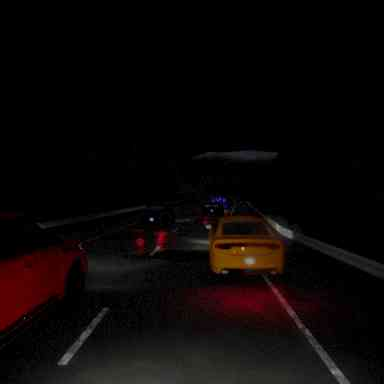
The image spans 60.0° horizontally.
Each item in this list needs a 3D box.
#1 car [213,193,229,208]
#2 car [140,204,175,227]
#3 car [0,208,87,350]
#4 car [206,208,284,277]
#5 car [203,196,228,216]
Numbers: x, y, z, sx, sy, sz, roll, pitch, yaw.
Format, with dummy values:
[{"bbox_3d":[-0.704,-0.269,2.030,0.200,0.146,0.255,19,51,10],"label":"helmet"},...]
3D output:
[{"bbox_3d":[3.712,1.213,44.122,2.150,2.045,5.566,0,0,9],"label":"car"},{"bbox_3d":[-2.294,1.521,22.887,1.812,1.442,4.674,0,0,5],"label":"car"},{"bbox_3d":[-3.300,1.221,4.584,2.150,2.045,5.566,0,0,1],"label":"car"},{"bbox_3d":[1.467,1.476,10.285,1.882,1.535,5.008,0,0,2],"label":"car"},{"bbox_3d":[2.132,1.485,32.448,2.128,1.511,4.902,0,0,8],"label":"car"}]
